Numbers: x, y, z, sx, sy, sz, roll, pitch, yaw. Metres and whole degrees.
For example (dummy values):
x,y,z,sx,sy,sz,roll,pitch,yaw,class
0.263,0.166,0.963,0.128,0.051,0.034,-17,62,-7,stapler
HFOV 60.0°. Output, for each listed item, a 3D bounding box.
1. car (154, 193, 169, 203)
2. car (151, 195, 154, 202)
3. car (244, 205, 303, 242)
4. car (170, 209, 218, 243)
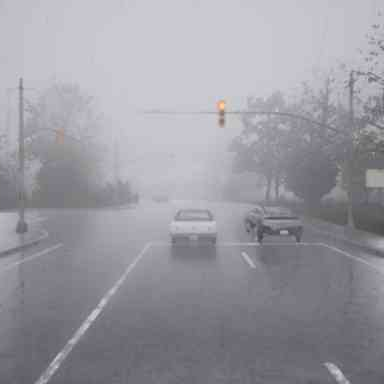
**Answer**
x,y,z,sx,sy,sz,roll,pitch,yaw,class
-4.972,0.986,56.731,2.097,1.767,4.553,0,-1,-7,car
-7.711,1.308,72.034,1.837,1.490,4.892,0,-1,-13,car
3.597,1.320,15.316,2.128,1.511,4.902,0,1,0,car
0.095,1.432,14.997,1.895,1.301,4.718,0,1,1,car
